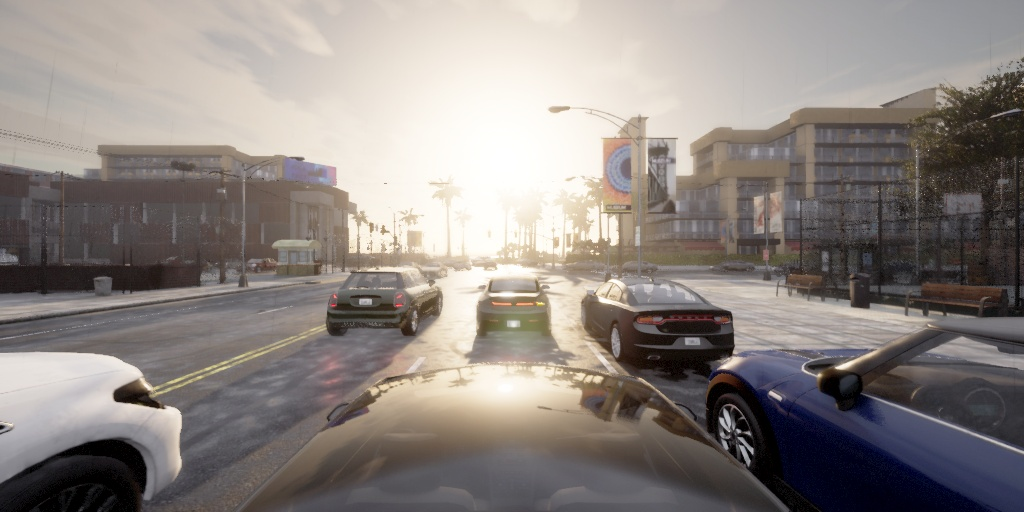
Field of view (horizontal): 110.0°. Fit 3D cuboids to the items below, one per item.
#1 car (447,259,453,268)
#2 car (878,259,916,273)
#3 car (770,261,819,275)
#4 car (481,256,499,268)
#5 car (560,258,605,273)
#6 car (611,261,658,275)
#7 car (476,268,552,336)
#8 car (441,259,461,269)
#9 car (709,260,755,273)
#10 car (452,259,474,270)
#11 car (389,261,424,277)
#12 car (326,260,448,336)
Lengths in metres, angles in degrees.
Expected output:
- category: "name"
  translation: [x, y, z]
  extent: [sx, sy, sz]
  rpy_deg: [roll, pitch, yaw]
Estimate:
- category: "car"
  translation: [-7.112, 1.297, 32.943]
  extent: [2.033, 1.411, 5.357]
  rpy_deg: [0, 0, 0]
- category: "car"
  translation: [45.127, 1.121, 42.611]
  extent: [4.553, 1.767, 2.097]
  rpy_deg: [0, 0, -1]
- category: "car"
  translation: [30.916, 1.241, 39.067]
  extent: [4.902, 1.511, 2.128]
  rpy_deg: [0, 0, 0]
- category: "car"
  translation: [-3.171, 1.239, 56.568]
  extent: [2.128, 1.511, 4.902]
  rpy_deg: [-1, 0, 3]
- category: "car"
  translation: [8.718, 1.243, 43.533]
  extent: [4.902, 1.511, 2.128]
  rpy_deg: [0, 0, 17]
- category: "car"
  translation: [13.296, 1.242, 39.032]
  extent: [4.902, 1.511, 2.128]
  rpy_deg: [0, 0, 2]
- category: "car"
  translation: [0.057, 1.255, 10.348]
  extent: [1.837, 1.490, 4.892]
  rpy_deg: [0, 0, 0]
- category: "car"
  translation: [-9.975, 1.256, 58.710]
  extent: [1.837, 1.490, 4.892]
  rpy_deg: [0, 0, 8]
- category: "car"
  translation: [26.055, 1.241, 42.528]
  extent: [4.902, 1.511, 2.128]
  rpy_deg: [0, 0, 0]
- category: "car"
  translation: [-6.971, 1.351, 51.007]
  extent: [1.895, 1.301, 4.718]
  rpy_deg: [0, 0, 2]
- category: "car"
  translation: [-10.609, 1.297, 36.577]
  extent: [2.033, 1.411, 5.357]
  rpy_deg: [0, 0, 0]
- category: "car"
  translation: [-3.441, 1.102, 10.594]
  extent: [2.097, 1.767, 4.553]
  rpy_deg: [0, 0, 0]
